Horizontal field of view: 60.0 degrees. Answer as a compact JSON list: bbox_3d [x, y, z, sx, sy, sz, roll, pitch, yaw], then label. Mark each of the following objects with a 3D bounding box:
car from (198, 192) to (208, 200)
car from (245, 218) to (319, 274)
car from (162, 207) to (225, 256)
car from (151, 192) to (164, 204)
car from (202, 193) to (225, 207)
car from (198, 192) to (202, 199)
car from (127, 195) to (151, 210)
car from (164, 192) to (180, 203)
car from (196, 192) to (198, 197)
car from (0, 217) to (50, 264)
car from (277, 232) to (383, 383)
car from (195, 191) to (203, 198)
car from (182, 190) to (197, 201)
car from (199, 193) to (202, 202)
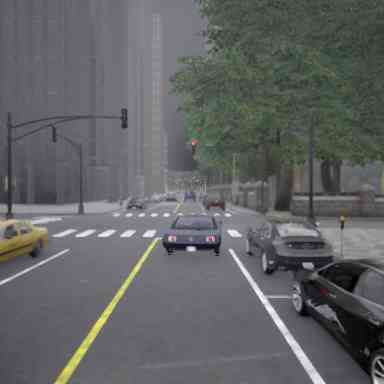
[{"bbox_3d":[2.322,0.878,69.386,1.967,1.590,4.097,0,0,0],"label":"car"},{"bbox_3d":[2.700,1.462,9.986,2.008,1.369,4.403,0,0,0],"label":"car"},{"bbox_3d":[0.222,1.489,12.689,1.895,1.301,4.718,0,1,6],"label":"car"},{"bbox_3d":[-6.099,1.115,52.956,2.008,1.369,4.403,0,0,0],"label":"car"},{"bbox_3d":[2.530,1.004,36.648,2.192,1.841,5.009,0,0,0],"label":"car"},{"bbox_3d":[2.426,1.114,53.018,2.008,1.369,4.403,0,0,0],"label":"car"},{"bbox_3d":[-5.995,1.256,36.586,1.947,1.339,4.313,0,0,0],"label":"car"},{"bbox_3d":[-3.424,1.140,56.261,1.895,1.301,4.718,0,0,0],"label":"car"},{"bbox_3d":[2.357,0.920,63.930,1.967,1.590,4.097,0,0,0],"label":"car"},{"bbox_3d":[-5.824,1.439,9.752,1.752,1.417,4.829,0,0,0],"label":"car"},{"bbox_3d":[2.735,1.525,4.473,1.947,1.339,4.313,0,0,0],"label":"car"},{"bbox_3d":[1.833,0.659,87.269,2.097,1.767,4.553,0,0,0],"label":"car"},{"bbox_3d":[-0.378,0.696,64.718,2.150,2.045,5.566,0,1,0],"label":"car"},{"bbox_3d":[2.461,1.170,47.562,1.947,1.339,4.313,0,0,0],"label":"car"}]
